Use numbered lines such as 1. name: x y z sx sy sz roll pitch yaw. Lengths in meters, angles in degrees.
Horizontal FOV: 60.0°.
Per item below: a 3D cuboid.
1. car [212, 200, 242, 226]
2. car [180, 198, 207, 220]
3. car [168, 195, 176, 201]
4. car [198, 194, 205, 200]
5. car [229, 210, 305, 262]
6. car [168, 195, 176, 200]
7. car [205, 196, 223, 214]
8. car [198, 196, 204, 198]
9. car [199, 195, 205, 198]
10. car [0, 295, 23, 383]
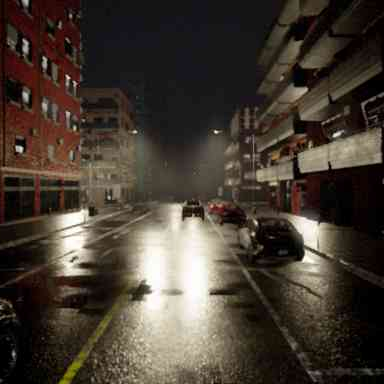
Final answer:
1. car: 2.678 1.546 23.344 1.887 1.381 4.507 -1 0 0
2. car: 0.099 1.508 27.708 1.837 1.490 4.892 0 0 0
3. car: -5.673 1.559 89.537 1.752 1.417 4.829 -1 0 0
4. car: 2.673 1.478 95.341 1.967 1.590 4.097 -1 0 0
5. car: 2.679 1.551 11.974 2.008 1.369 4.403 -1 0 0
6. car: -5.672 1.604 95.377 1.947 1.339 4.313 -1 0 0
7. car: 2.676 1.445 34.714 1.967 1.590 4.097 -1 0 0
8. car: 0.097 1.572 42.347 1.994 1.385 4.181 0 0 0
9. car: 2.673 1.470 83.999 1.967 1.590 4.097 -1 0 0
10. car: -3.085 1.564 2.412 1.994 1.385 4.181 0 0 0
